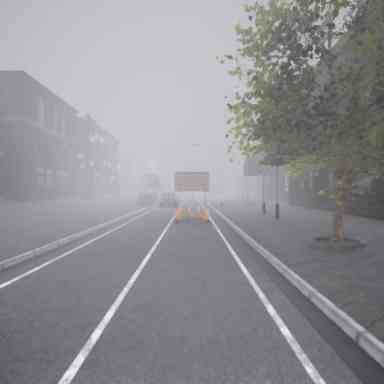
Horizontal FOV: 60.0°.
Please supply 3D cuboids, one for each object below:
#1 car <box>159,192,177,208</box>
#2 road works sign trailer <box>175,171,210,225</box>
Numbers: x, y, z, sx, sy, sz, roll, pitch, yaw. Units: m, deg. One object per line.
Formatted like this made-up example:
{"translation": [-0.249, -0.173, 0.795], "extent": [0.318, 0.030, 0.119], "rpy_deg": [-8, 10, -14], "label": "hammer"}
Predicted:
{"translation": [-3.094, 0.996, 43.732], "extent": [2.150, 2.045, 5.566], "rpy_deg": [0, 0, 0], "label": "car"}
{"translation": [0.008, 0.360, 22.842], "extent": [2.380, 3.560, 2.880], "rpy_deg": [0, 0, 0], "label": "road works sign trailer"}
